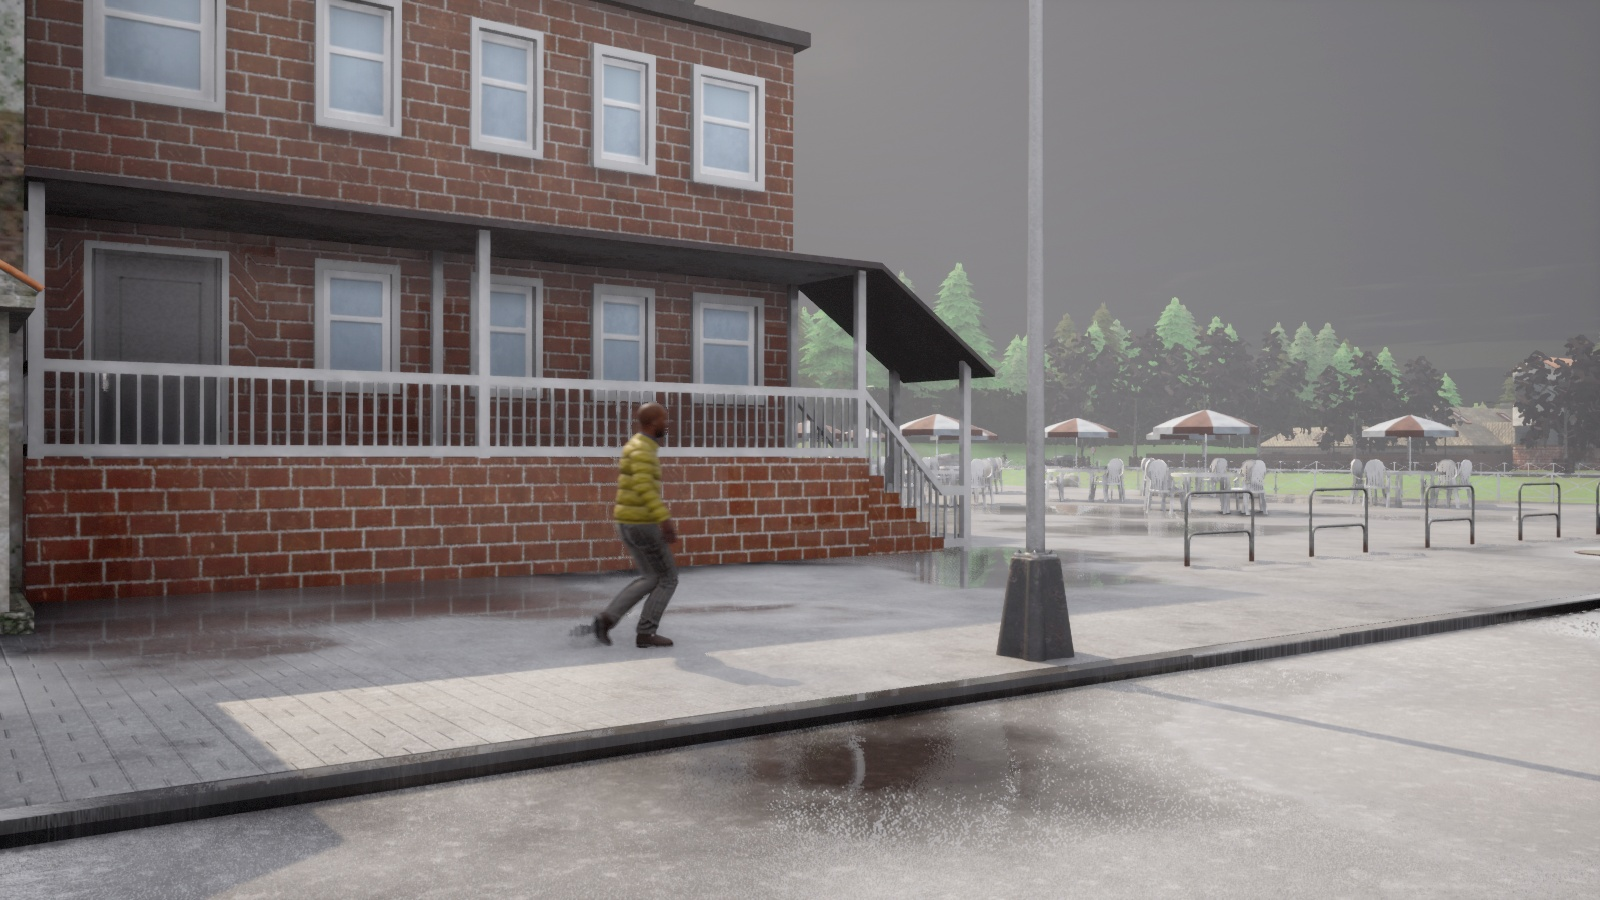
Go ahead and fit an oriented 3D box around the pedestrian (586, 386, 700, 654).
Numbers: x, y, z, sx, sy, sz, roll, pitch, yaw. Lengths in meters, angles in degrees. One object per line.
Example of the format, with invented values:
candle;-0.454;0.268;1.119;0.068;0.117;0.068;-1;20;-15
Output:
pedestrian;-1.111;0.479;8.885;0.726;1.835;0.370;0;0;-21
